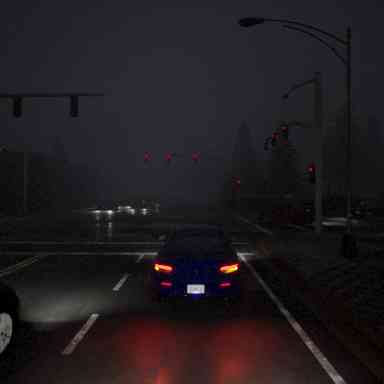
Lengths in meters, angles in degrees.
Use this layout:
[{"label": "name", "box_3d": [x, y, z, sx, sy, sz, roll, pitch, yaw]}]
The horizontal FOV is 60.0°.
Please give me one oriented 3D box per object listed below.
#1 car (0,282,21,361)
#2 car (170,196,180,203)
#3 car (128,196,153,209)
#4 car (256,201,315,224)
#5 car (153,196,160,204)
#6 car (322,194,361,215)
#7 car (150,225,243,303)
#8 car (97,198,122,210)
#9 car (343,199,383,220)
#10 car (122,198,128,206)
[{"label": "car", "box_3d": [-3.442, 1.505, 2.966, 1.837, 1.490, 4.892, 0, 0, 0]}, {"label": "car", "box_3d": [-3.479, 1.477, 69.609, 1.882, 1.535, 5.008, 0, 0, 0]}, {"label": "car", "box_3d": [-7.147, 1.352, 46.365, 2.097, 1.767, 4.553, 0, 0, 0]}, {"label": "car", "box_3d": [6.744, 1.564, 24.070, 4.181, 1.385, 1.994, 0, 0, 4]}, {"label": "car", "box_3d": [-7.088, 1.507, 62.352, 1.837, 1.490, 4.892, 0, -1, 0]}, {"label": "car", "box_3d": [13.063, 1.222, 31.118, 5.566, 2.045, 2.150, 0, 0, 0]}, {"label": "car", "box_3d": [0.131, 1.526, 8.100, 1.812, 1.442, 4.674, 0, 0, 2]}, {"label": "car", "box_3d": [-10.643, 1.526, 42.306, 1.812, 1.442, 4.674, 0, 0, 0]}, {"label": "car", "box_3d": [15.885, 1.547, 27.619, 5.357, 1.411, 2.033, 0, 0, 0]}, {"label": "car", "box_3d": [-10.641, 1.600, 53.816, 1.895, 1.301, 4.718, 0, 0, 0]}]
